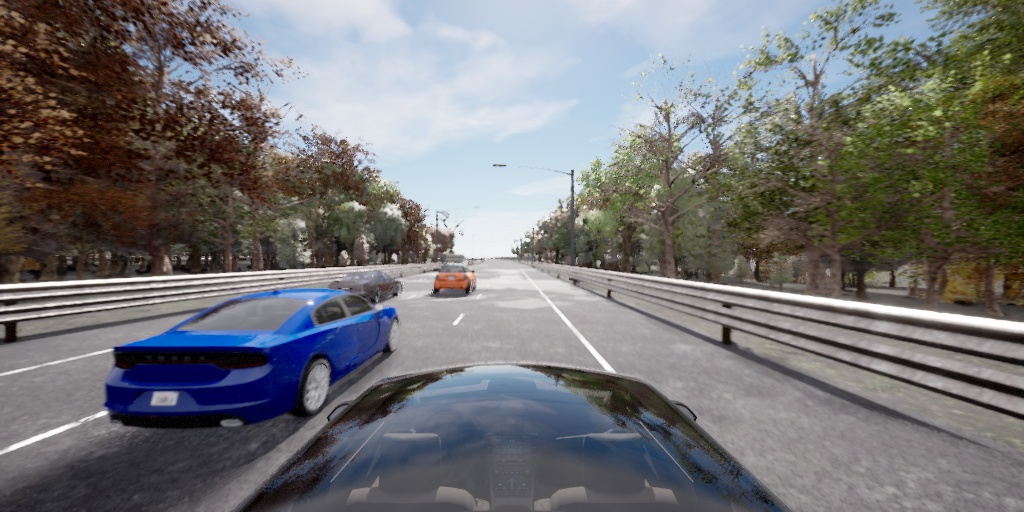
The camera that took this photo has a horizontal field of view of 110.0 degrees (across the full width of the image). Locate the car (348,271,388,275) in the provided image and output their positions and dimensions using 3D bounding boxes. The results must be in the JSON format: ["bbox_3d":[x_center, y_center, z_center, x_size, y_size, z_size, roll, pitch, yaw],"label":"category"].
[{"bbox_3d":[-6.904,1.433,17.399,2.033,1.411,5.357,0,0,0],"label":"car"}]

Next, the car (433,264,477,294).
[{"bbox_3d":[-3.405,1.279,22.196,2.097,1.767,4.553,0,0,0],"label":"car"}]

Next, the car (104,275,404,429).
[{"bbox_3d":[-3.402,1.265,5.990,1.882,1.535,5.008,0,0,0],"label":"car"}]
